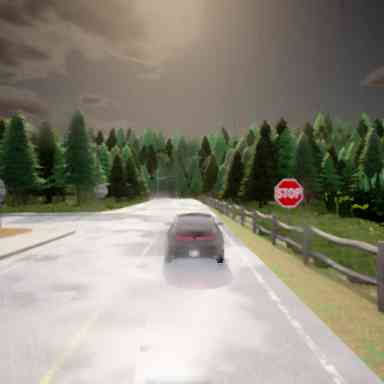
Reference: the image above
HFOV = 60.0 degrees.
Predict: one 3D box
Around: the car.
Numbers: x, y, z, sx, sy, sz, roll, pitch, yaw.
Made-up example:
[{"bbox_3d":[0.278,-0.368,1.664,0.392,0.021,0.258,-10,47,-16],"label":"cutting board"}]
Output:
[{"bbox_3d":[0.075,1.481,11.688,1.837,1.490,4.892,0,0,0],"label":"car"}]
